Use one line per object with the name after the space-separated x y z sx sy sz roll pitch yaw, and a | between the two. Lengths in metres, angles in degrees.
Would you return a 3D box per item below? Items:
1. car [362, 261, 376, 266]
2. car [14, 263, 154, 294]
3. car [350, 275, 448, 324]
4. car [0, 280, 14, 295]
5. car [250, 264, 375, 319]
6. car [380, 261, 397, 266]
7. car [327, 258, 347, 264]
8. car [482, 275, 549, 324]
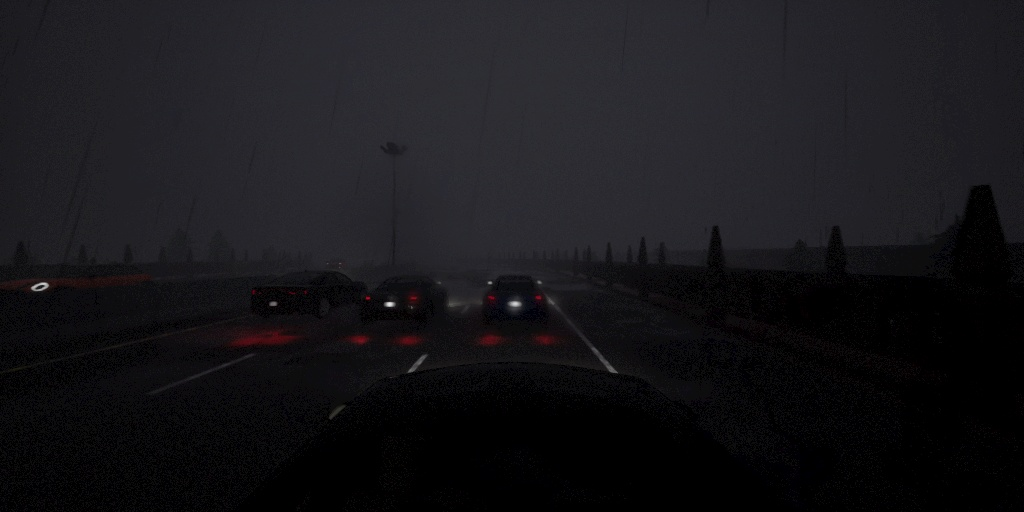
-22.317 1.357 56.011 1.895 1.301 4.718 0 0 -18 | car
-17.609 1.103 14.646 2.097 1.767 4.553 0 0 0 | car
-3.399 1.315 11.981 1.994 1.385 4.181 0 0 0 | car
-14.100 0.972 6.552 2.150 2.045 5.566 0 0 0 | car
-6.899 1.229 12.841 1.882 1.535 5.008 0 0 0 | car
-16.590 1.319 48.166 1.994 1.385 4.181 0 0 -13 | car
-24.049 1.107 49.260 2.097 1.767 4.553 0 0 -14 | car
0.102 1.315 11.976 1.994 1.385 4.181 0 0 0 | car
